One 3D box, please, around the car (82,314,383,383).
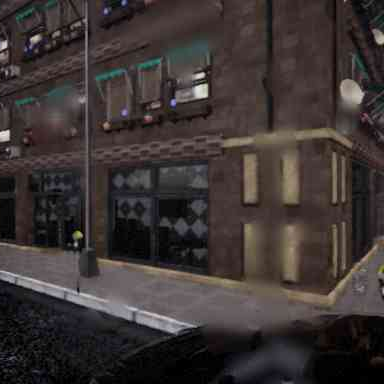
[{"bbox_3d":[1.057,1.566,2.129,4.313,1.339,1.947,0,0,36],"label":"car"}]
